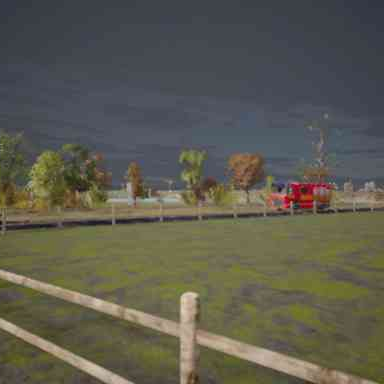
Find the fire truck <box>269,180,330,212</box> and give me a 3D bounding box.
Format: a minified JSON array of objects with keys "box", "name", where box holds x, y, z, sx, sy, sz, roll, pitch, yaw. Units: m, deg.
[{"box":[13.576,0.459,41.752,8.468,3.827,2.891,0,0,-33],"name":"fire truck"}]
